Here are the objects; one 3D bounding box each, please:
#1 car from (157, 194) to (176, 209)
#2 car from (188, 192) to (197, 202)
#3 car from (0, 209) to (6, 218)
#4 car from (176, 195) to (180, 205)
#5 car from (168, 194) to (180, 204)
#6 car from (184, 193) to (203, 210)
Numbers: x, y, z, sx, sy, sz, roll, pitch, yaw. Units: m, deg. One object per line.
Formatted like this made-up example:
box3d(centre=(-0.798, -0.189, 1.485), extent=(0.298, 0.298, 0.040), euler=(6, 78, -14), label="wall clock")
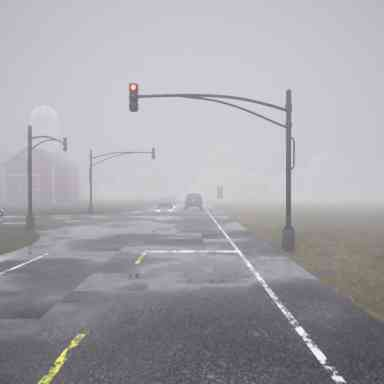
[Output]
box3d(centre=(-3.561, 1.443, 45.112), extent=(1.882, 1.535, 5.008), euler=(0, 0, 0), label="car")
box3d(centre=(0.070, 1.132, 78.054), extent=(2.150, 2.045, 5.566), euler=(0, 0, 0), label="car")
box3d(centre=(-16.245, 1.464, 24.192), extent=(4.718, 1.301, 1.895), euler=(1, 0, 3), label="car")
box3d(centre=(-3.546, 1.515, 55.006), extent=(1.994, 1.385, 4.181), euler=(0, 0, 0), label="car")
box3d(centre=(-3.486, 1.286, 65.031), extent=(2.097, 1.767, 4.553), euler=(0, 0, 1), label="car")
box3d(centre=(0.184, 1.191, 43.114), extent=(2.150, 2.045, 5.566), euler=(0, 0, 0), label="car")
